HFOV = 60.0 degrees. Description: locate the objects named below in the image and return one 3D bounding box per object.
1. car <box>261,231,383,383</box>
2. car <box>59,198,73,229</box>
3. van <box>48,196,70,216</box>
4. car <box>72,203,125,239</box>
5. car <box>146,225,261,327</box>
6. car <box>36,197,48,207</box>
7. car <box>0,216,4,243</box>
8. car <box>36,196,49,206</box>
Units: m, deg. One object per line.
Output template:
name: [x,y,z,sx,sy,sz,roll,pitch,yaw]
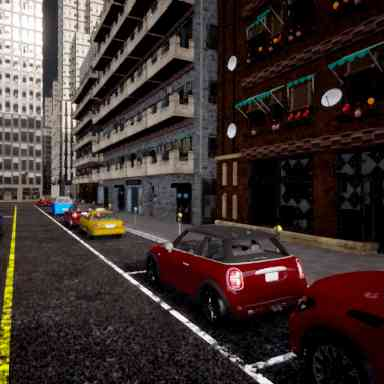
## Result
car: [3.015,1.316,2.366,2.192,1.841,5.009,-1,0,-28]
car: [-7.316,1.436,22.011,1.967,1.590,4.097,-1,0,-28]
van: [-12.484,1.334,31.832,1.690,1.788,3.998,-1,0,-28]
car: [-4.811,1.523,17.251,1.752,1.417,4.829,-1,0,-28]
car: [0.433,1.440,7.277,1.967,1.590,4.097,-1,0,-28]
car: [-22.815,1.528,51.478,1.887,1.381,4.507,-1,0,-28]
car: [-9.824,1.522,15.387,1.812,1.442,4.674,0,0,-28]
car: [-25.477,1.506,56.540,1.752,1.417,4.829,-1,0,-28]
